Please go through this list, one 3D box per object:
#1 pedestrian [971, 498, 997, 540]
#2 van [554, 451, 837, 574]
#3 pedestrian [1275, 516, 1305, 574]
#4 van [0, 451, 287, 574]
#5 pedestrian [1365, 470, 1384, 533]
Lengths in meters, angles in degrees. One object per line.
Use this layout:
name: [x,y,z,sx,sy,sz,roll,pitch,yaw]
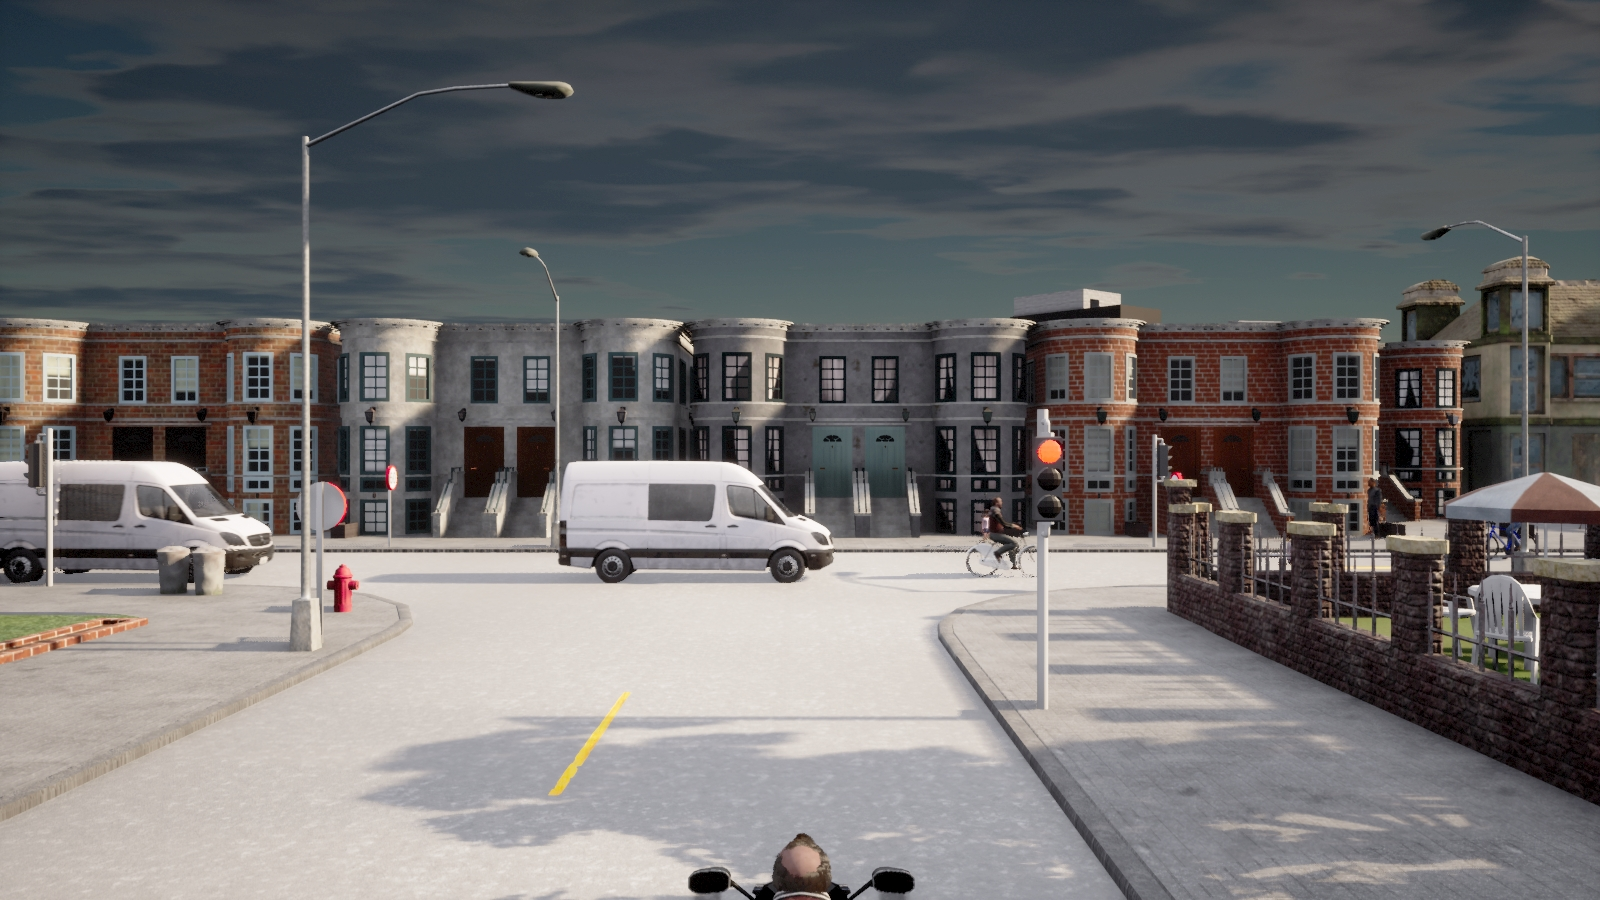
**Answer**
pedestrian: [5.074,1.892,31.437,0.500,1.100,0.500,0,0,-43]
van: [-2.188,1.305,24.917,5.915,2.561,1.988,0,0,0]
pedestrian: [9.779,1.887,22.806,0.500,1.100,0.500,0,0,16]
van: [-14.574,1.305,24.887,5.915,2.561,1.988,0,0,1]
pedestrian: [17.026,1.512,33.854,0.375,1.860,0.375,0,0,-5]
